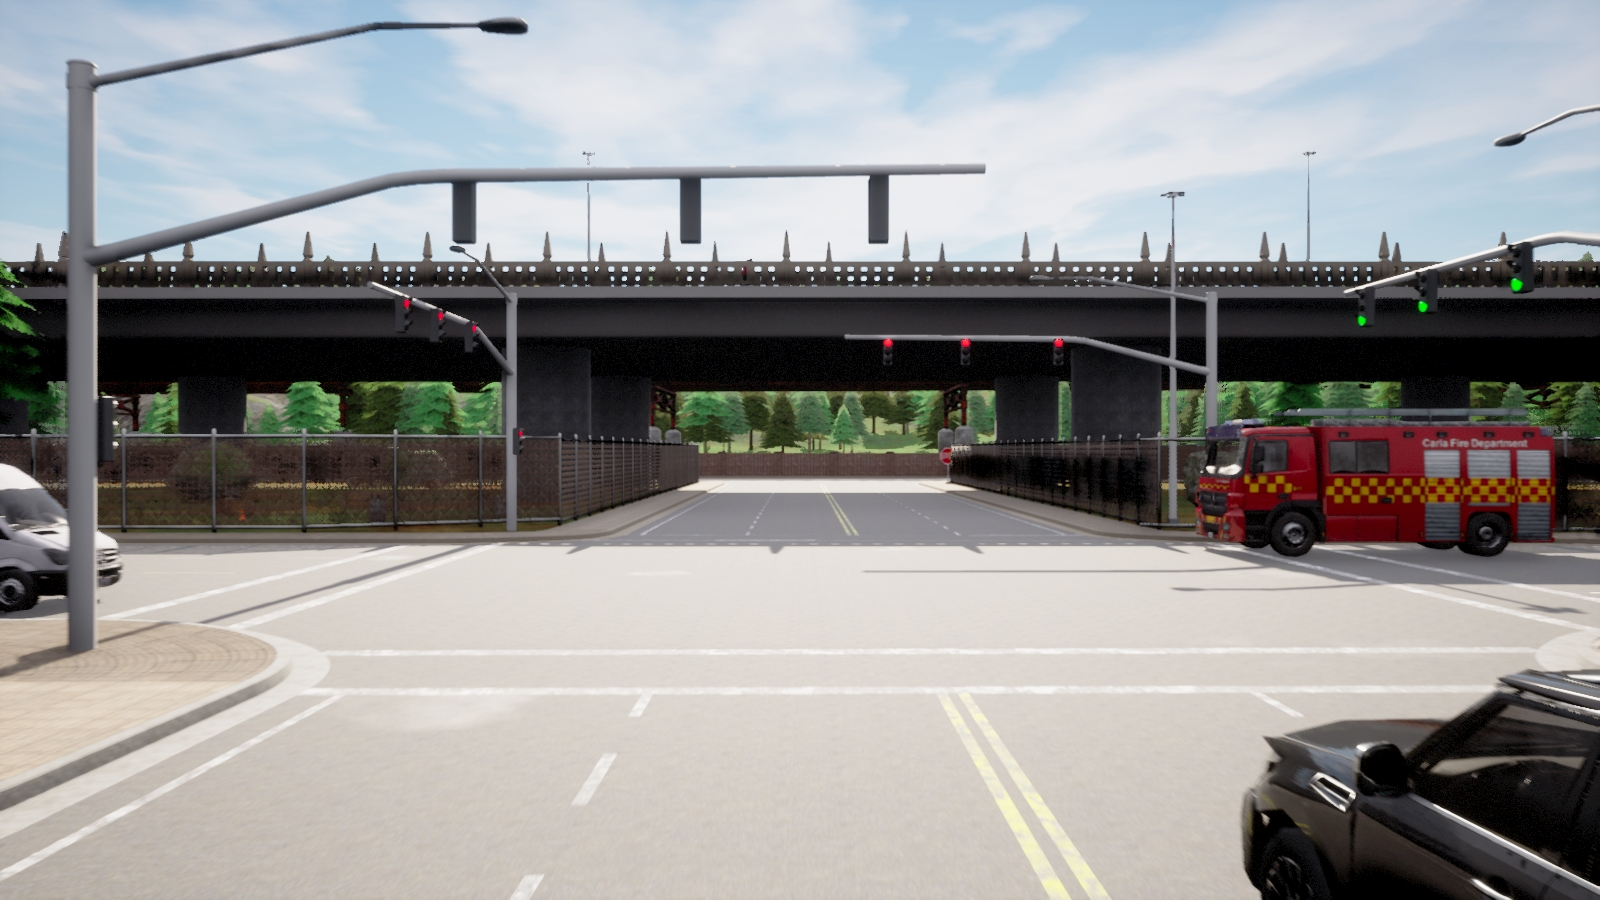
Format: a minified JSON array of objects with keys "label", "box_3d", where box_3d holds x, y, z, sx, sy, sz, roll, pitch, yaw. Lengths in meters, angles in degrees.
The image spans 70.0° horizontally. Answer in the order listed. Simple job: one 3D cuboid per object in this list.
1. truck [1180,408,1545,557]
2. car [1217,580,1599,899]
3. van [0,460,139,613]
[{"label":"truck","box_3d":[15.021,0.837,30.968,8.468,3.827,2.891,0,0,0]},{"label":"car","box_3d":[3.501,1.779,3.870,2.150,2.045,5.566,0,0,0]},{"label":"van","box_3d":[-15.271,1.480,20.296,5.915,2.561,1.988,0,0,0]}]
